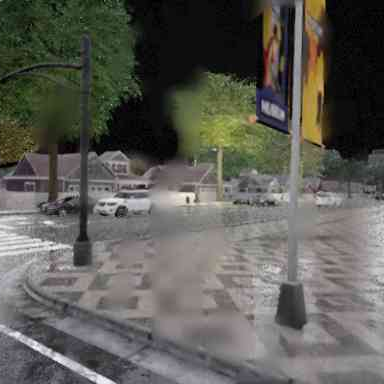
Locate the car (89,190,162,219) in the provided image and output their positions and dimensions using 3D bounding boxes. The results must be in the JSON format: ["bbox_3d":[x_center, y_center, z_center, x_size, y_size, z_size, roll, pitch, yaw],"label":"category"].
[{"bbox_3d":[-4.739,0.848,25.677,2.150,2.045,5.566,2,1,38],"label":"car"}]

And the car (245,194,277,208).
[{"bbox_3d":[9.317,1.071,43.498,2.097,1.767,4.553,2,1,39],"label":"car"}]

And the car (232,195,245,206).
[{"bbox_3d":[7.723,1.189,46.719,2.033,1.411,5.357,2,1,39],"label":"car"}]

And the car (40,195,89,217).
[{"bbox_3d":[-9.045,1.034,25.474,1.837,1.490,4.892,2,1,38],"label":"car"}]

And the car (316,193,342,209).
[{"bbox_3d":[18.274,1.143,44.260,2.150,2.045,5.566,2,1,38],"label":"car"}]
